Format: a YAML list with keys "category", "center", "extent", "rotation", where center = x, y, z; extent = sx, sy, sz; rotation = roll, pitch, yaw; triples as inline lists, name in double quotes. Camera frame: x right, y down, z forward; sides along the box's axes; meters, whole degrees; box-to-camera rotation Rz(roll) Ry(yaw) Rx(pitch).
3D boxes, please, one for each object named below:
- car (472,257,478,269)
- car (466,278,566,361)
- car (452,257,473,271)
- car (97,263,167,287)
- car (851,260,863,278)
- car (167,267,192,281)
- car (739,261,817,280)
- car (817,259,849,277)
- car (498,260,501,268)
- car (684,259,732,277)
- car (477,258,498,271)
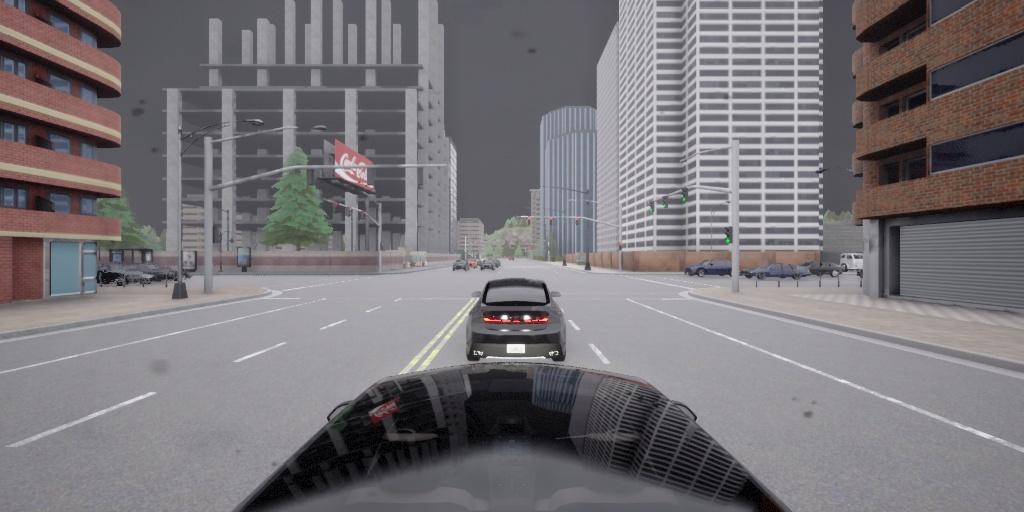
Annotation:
- category: "car"
  center: [-6.812, 1.102, 57.973]
  extent: [2.097, 1.767, 4.553]
  rotation: [0, 0, 0]
- category: "car"
  center: [0.093, 1.255, 8.235]
  extent: [1.837, 1.490, 4.892]
  rotation: [0, 0, 1]
- category: "car"
  center: [-6.869, 1.255, 48.767]
  extent: [1.837, 1.490, 4.892]
  rotation: [0, 0, 0]
- category: "car"
  center: [-26.705, 1.242, 23.977]
  extent: [4.902, 1.511, 2.128]
  rotation: [0, 0, 0]
- category: "car"
  center: [32.716, 1.314, 31.192]
  extent: [4.181, 1.385, 1.994]
  rotation: [0, 0, 0]
- category: "car"
  center: [-27.866, 1.297, 27.471]
  extent: [5.357, 1.411, 2.033]
  rotation: [0, 0, 0]
- category: "car"
  center: [22.804, 1.297, 31.202]
  extent: [5.357, 1.411, 2.033]
  rotation: [0, 0, 0]
- category: "car"
  center: [29.064, 1.255, 34.695]
  extent: [4.892, 1.490, 1.837]
  rotation: [0, 0, 0]
- category: "car"
  center: [-3.295, 1.102, 60.422]
  extent: [2.097, 1.767, 4.553]
  rotation: [0, 0, 0]
- category: "car"
  center: [19.214, 1.102, 34.700]
  extent: [4.553, 1.767, 2.097]
  rotation: [0, 0, 0]
- category: "car"
  center: [-3.360, 1.255, 50.297]
  extent: [1.837, 1.490, 4.892]
  rotation: [0, 0, 0]
